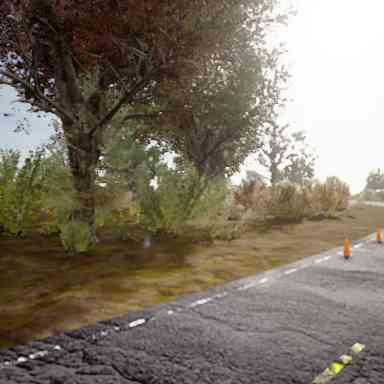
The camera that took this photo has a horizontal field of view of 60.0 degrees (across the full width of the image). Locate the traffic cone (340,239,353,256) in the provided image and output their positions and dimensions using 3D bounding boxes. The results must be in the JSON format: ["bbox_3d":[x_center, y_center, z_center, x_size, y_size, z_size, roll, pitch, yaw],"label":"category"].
[{"bbox_3d":[5.641,2.002,12.122,0.340,0.580,0.340,0,0,42],"label":"traffic cone"}]

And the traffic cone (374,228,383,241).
[{"bbox_3d":[8.882,2.020,15.809,0.340,0.580,0.340,0,0,40],"label":"traffic cone"}]
